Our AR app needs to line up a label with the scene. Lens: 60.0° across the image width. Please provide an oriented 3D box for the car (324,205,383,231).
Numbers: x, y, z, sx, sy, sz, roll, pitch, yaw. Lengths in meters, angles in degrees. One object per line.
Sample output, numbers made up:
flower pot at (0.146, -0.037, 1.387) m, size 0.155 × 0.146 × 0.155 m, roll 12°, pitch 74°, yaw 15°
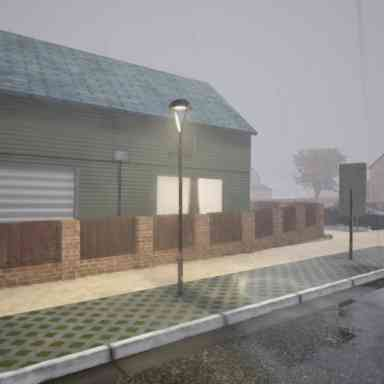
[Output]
car at (10.144, 1.505, 20.312) m, size 2.128 × 1.511 × 4.902 m, roll 2°, pitch -1°, yaw -37°

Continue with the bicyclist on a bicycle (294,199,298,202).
bicyclist on a bicycle at (9.734, 1.486, 31.277) m, size 1.656 × 1.620 × 0.582 m, roll 1°, pitch -1°, yaw -34°
